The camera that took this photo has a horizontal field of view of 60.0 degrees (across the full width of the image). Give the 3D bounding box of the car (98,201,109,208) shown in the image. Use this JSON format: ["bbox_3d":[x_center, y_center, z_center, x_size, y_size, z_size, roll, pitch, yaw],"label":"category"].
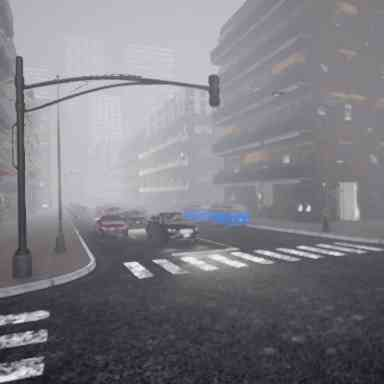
[{"bbox_3d":[-24.425,3.504,91.803,2.192,1.841,5.009,-2,-1,-22],"label":"car"}]

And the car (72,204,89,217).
[{"bbox_3d":[-15.556,2.791,47.121,1.802,1.307,4.206,-2,-1,-22],"label":"car"}]

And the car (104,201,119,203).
[{"bbox_3d":[-15.007,2.940,61.279,1.837,1.490,4.892,-1,-1,-22],"label":"car"}]

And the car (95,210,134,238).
[{"bbox_3d":[-5.168,2.092,21.117,1.802,1.307,4.206,-2,-1,-22],"label":"car"}]

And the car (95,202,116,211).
[{"bbox_3d":[-12.452,2.611,46.403,2.128,1.511,4.902,-1,-1,-21],"label":"car"}]

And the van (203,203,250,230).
[{"bbox_3d":[2.583,1.710,24.192,1.690,1.788,3.998,-2,-1,-22],"label":"van"}]

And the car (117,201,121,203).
[{"bbox_3d":[-12.016,2.877,60.754,1.752,1.417,4.829,-2,-1,-22],"label":"car"}]

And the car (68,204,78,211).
[{"bbox_3d":[-28.059,3.601,78.311,2.008,1.369,4.403,-2,-1,-22],"label":"car"}]

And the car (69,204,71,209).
[{"bbox_3d":[-19.712,3.040,57.523,2.008,1.369,4.403,-2,-1,-22],"label":"car"}]

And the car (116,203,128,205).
[{"bbox_3d":[-11.043,2.770,51.371,1.895,1.301,4.718,-1,-1,-22],"label":"car"}]

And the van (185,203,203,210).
[{"bbox_3d":[0.505,1.850,29.393,1.690,1.788,3.998,-2,-1,-22],"label":"van"}]

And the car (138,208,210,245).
[{"bbox_3d":[-1.149,1.849,17.998,2.128,1.511,4.902,-1,-1,-22],"label":"car"}]

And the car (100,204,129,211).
[{"bbox_3d":[-8.613,2.385,36.690,1.812,1.442,4.674,-1,-1,-22],"label":"car"}]

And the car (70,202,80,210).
[{"bbox_3d":[-17.638,2.789,52.323,1.967,1.590,4.097,-2,-1,-22],"label":"car"}]

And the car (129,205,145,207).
[{"bbox_3d":[-7.796,2.650,50.194,1.802,1.307,4.206,-2,-1,-22],"label":"car"}]

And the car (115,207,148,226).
[{"bbox_3d":[-4.836,2.169,27.222,1.994,1.385,4.181,-1,-1,-21],"label":"car"}]

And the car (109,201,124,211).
[{"bbox_3d":[-16.115,2.943,71.000,2.192,1.841,5.009,-2,-1,-22],"label":"car"}]
